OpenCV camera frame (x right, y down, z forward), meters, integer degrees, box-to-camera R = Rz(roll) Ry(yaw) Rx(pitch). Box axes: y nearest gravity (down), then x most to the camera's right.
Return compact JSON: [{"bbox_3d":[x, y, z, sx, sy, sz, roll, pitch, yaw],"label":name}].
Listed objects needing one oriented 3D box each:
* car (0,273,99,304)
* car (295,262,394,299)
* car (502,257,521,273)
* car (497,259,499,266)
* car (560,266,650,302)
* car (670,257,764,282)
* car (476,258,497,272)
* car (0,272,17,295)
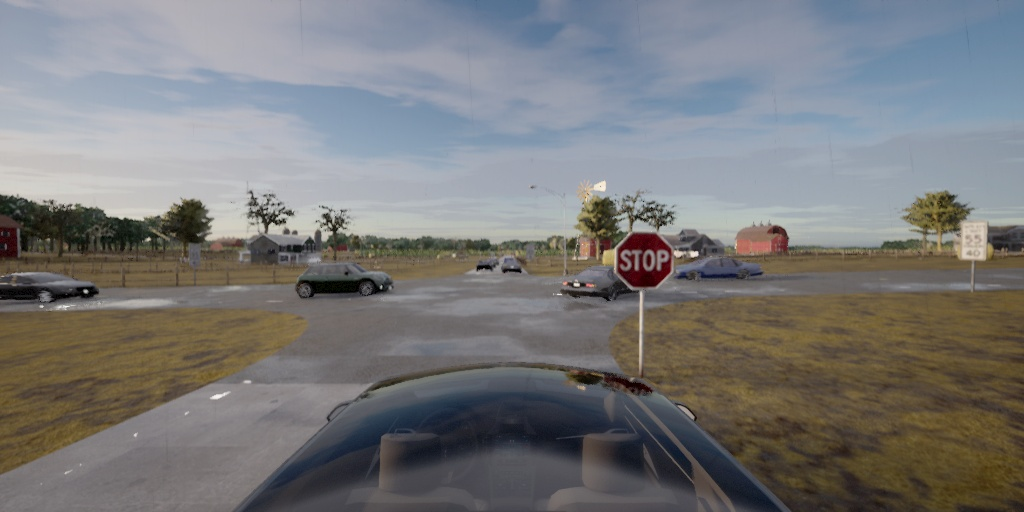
[{"bbox_3d":[-24.560,1.638,18.600,4.892,1.490,1.837,-1,2,0],"label":"car"},{"bbox_3d":[-8.608,1.143,18.654,4.553,1.767,2.097,-2,1,0],"label":"car"},{"bbox_3d":[-0.048,1.078,38.633,1.994,1.385,4.181,0,0,-2],"label":"car"},{"bbox_3d":[-3.186,1.047,50.956,1.895,1.301,4.718,0,0,0],"label":"car"},{"bbox_3d":[4.411,1.136,16.156,5.357,1.411,2.033,-2,2,-44],"label":"car"},{"bbox_3d":[12.613,0.795,22.486,5.357,1.411,2.033,-1,2,2],"label":"car"},{"bbox_3d":[-3.090,1.100,41.302,1.895,1.301,4.718,0,0,-1],"label":"car"},{"bbox_3d":[-34.228,1.784,22.266,4.181,1.385,1.994,-1,2,0],"label":"car"}]
